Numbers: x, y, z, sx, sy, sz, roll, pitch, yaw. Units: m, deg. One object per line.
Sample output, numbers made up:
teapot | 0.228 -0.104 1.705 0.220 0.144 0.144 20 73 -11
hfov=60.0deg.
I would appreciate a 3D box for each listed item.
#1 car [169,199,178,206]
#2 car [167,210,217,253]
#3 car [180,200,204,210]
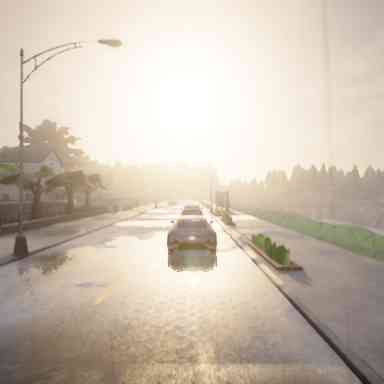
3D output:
car | -3.997 2.203 71.756 2.033 1.411 5.357 0 -1 0
car | 0.007 1.698 14.301 1.994 1.385 4.181 0 0 0
car | 0.006 1.781 29.304 1.837 1.490 4.892 0 0 0
